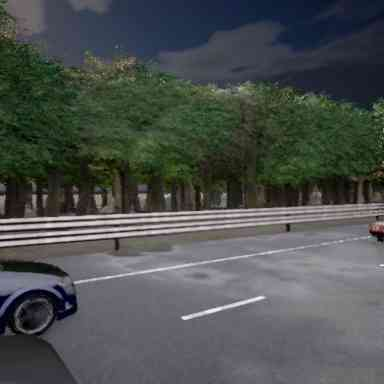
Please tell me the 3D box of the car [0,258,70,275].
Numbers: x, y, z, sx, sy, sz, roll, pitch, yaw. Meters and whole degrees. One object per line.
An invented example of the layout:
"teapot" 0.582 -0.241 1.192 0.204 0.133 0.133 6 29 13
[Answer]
"car" -4.011 1.564 5.187 4.181 1.385 1.994 0 0 -35

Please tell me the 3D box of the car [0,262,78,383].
"car" -3.221 1.548 1.453 5.357 1.411 2.033 0 0 -36

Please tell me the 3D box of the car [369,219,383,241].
"car" 10.215 1.604 15.324 4.718 1.301 1.895 0 0 -35
